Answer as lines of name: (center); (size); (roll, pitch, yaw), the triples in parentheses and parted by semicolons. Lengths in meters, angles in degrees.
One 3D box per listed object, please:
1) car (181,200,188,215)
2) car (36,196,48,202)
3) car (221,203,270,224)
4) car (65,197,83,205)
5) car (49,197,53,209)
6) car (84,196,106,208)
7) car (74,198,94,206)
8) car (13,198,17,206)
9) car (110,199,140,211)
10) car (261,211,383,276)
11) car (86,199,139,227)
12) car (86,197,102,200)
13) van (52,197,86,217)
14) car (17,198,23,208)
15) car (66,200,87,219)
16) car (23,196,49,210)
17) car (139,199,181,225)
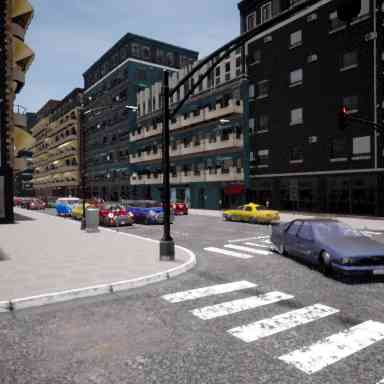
car: (-2.173, 1.441, 33.329); (1.967, 1.590, 4.097); (-1, 1, -35)
car: (-37.498, 1.727, 82.910); (1.887, 1.381, 4.507); (-1, 1, -35)
car: (4.152, 1.498, 24.455); (1.752, 1.417, 4.829); (-1, 1, -35)
car: (-21.441, 1.645, 60.374); (2.008, 1.369, 4.403); (-1, 1, -35)
car: (-20.429, 1.515, 49.144); (2.097, 1.767, 4.553); (-1, 0, -35)
car: (-15.019, 1.501, 51.358); (1.967, 1.590, 4.097); (-1, 1, -35)
car: (-18.229, 1.643, 55.866); (1.947, 1.339, 4.313); (-1, 1, -35)
car: (-31.476, 1.782, 60.019); (1.887, 1.381, 4.507); (-1, 1, -35)
car: (-8.595, 1.581, 42.344); (2.008, 1.369, 4.403); (-1, 1, -35)
car: (4.316, 1.609, 11.005); (2.033, 1.411, 5.357); (-1, 0, -8)
car: (-5.787, 1.552, 23.961); (1.967, 1.590, 4.097); (-1, 1, -35)
car: (-10.796, 1.583, 35.472); (1.882, 1.535, 5.008); (-1, 0, -35)
van: (-12.211, 1.483, 32.974); (1.690, 1.788, 3.998); (-1, 1, -35)
car: (-25.053, 1.769, 51.004); (1.947, 1.339, 4.313); (-1, 1, -35)
car: (-8.898, 1.652, 28.330); (1.752, 1.417, 4.829); (-1, 1, -35)
car: (-21.844, 1.627, 46.496); (1.967, 1.590, 4.097); (-1, 1, -35)
car: (-3.141, 1.422, 24.708); (2.097, 1.767, 4.553); (-1, 1, -35)
